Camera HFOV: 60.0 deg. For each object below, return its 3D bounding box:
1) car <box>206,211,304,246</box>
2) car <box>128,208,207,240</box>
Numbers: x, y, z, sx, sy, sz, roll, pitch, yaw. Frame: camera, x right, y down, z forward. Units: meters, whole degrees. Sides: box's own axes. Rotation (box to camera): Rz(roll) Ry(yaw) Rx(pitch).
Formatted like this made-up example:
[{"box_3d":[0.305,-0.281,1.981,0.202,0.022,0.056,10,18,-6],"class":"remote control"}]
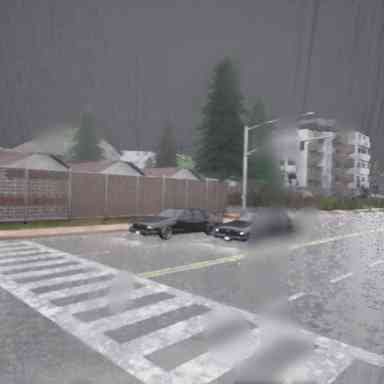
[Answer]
[{"box_3d":[3.383,1.628,15.919,5.357,1.411,2.033,2,0,-44],"class":"car"},{"box_3d":[-0.567,1.509,16.941,5.357,1.411,2.033,2,0,-45],"class":"car"}]
